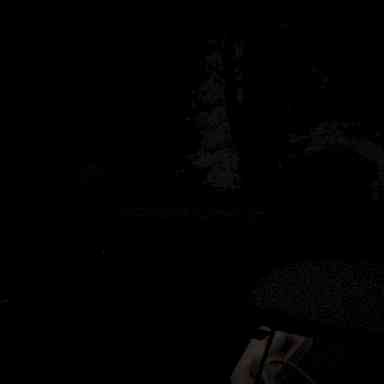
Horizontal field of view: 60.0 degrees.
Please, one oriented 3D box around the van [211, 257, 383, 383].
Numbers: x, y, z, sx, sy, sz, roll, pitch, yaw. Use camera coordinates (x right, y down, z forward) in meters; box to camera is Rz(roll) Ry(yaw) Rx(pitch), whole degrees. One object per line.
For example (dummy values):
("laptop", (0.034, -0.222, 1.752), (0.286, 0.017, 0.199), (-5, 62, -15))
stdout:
("van", (1.892, 1.333, 1.373), (3.998, 1.788, 1.690), (-1, 0, 35))
